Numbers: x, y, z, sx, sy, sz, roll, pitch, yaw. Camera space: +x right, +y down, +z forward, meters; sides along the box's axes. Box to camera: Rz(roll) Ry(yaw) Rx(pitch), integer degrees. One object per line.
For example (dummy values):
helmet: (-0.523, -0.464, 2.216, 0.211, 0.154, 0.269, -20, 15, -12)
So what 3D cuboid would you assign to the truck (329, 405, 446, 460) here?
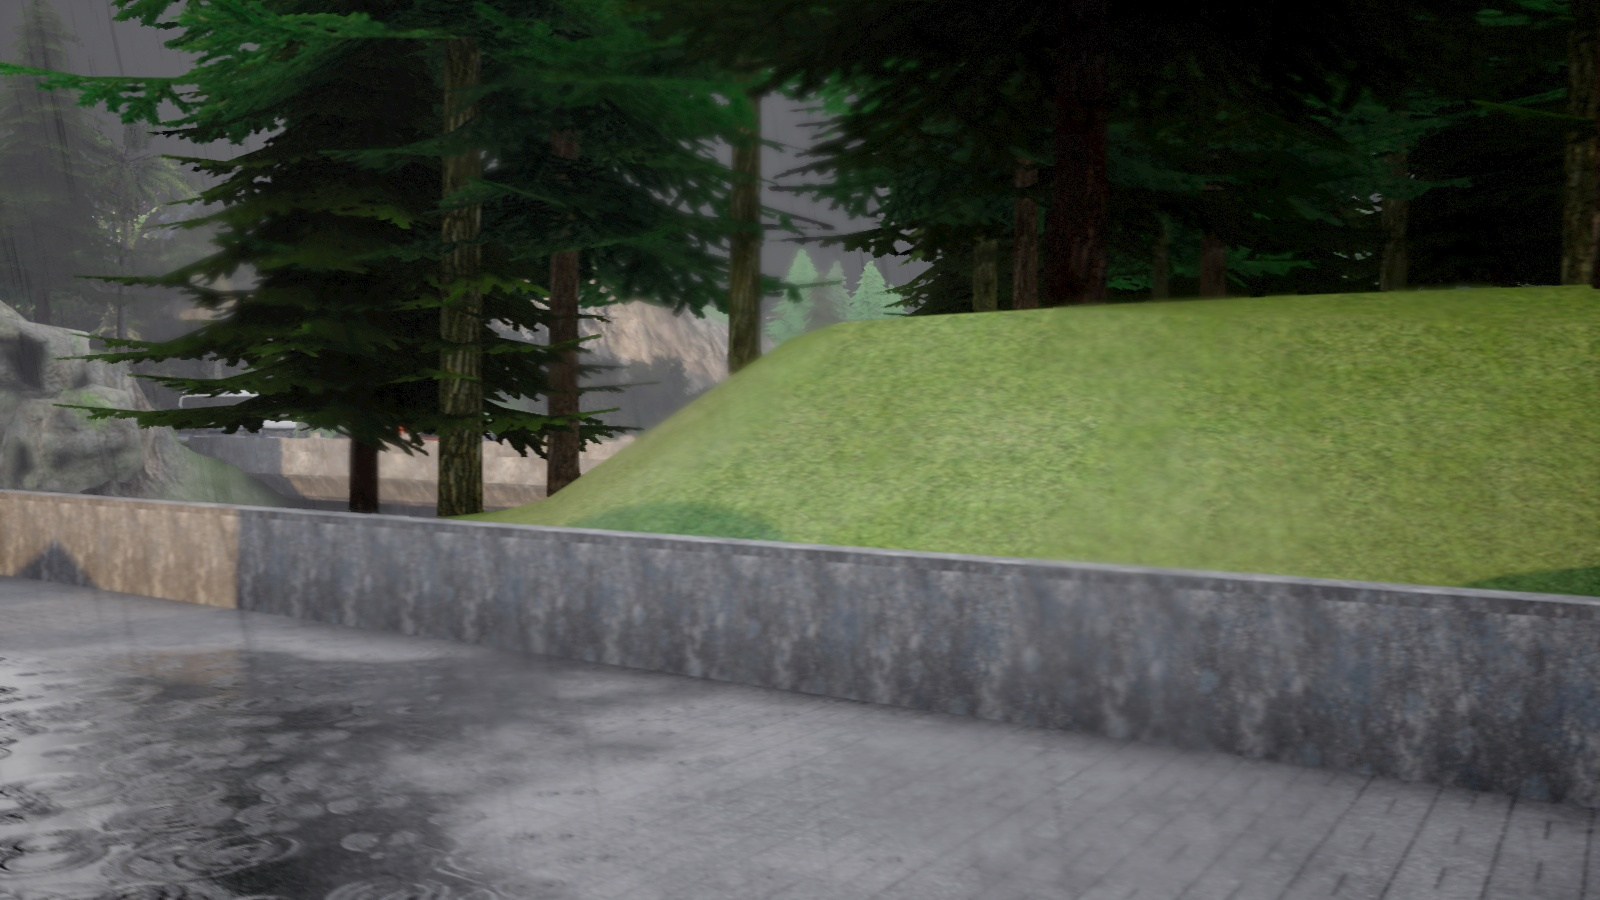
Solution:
truck: (-26.815, -1.119, 81.451, 7.936, 3.462, 2.891, 0, 1, 34)

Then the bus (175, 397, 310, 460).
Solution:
bus: (-40.149, -1.514, 90.288, 10.273, 4.253, 3.944, 0, 1, 34)
